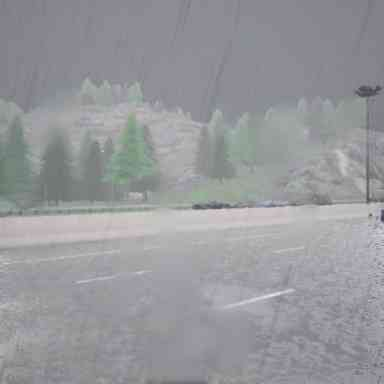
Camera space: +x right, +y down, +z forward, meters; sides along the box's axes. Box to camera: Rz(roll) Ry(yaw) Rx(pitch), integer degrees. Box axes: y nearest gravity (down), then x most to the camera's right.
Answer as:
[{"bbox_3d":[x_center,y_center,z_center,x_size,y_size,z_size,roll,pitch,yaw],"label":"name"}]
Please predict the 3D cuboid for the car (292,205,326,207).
[{"bbox_3d":[12.120,1.256,34.111,5.566,2.045,2.150,0,0,-35],"label":"car"}]

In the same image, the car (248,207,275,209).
[{"bbox_3d":[8.389,1.558,35.739,4.674,1.442,1.812,0,0,-35],"label":"car"}]

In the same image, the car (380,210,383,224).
[{"bbox_3d":[15.023,1.507,23.054,5.008,1.535,1.882,0,0,-35],"label":"car"}]

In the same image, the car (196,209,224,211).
[{"bbox_3d":[2.373,1.631,40.055,4.718,1.301,1.895,0,0,-35],"label":"car"}]
